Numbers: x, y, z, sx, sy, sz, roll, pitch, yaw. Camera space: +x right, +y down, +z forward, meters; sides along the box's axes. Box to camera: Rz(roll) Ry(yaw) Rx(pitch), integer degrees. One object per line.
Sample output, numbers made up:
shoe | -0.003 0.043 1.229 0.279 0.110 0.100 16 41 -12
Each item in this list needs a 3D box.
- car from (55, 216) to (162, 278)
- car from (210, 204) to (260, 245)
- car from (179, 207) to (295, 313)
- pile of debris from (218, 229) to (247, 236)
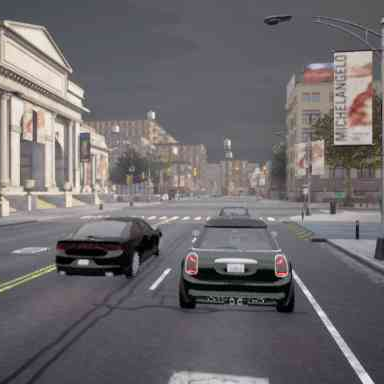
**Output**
car | -2.229 1.477 10.227 1.882 1.535 5.008 0 0 7
car | 2.149 1.488 16.779 2.128 1.511 4.902 0 0 7
car | 1.015 1.351 7.930 2.097 1.767 4.553 0 0 7
pile of debris | 2.206 2.174 18.015 1.500 0.140 1.860 0 0 8
